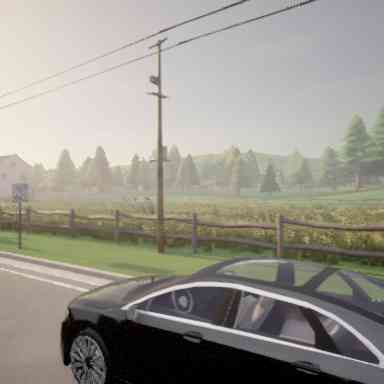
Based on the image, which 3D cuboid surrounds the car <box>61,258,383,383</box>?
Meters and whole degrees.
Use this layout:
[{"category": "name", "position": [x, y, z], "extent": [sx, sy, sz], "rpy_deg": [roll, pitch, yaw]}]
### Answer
[{"category": "car", "position": [0.553, 1.507, 3.598], "extent": [4.902, 1.511, 2.128], "rpy_deg": [-1, 0, 35]}]
